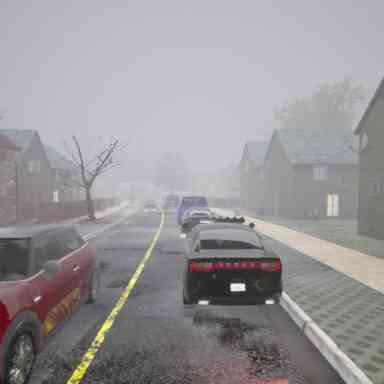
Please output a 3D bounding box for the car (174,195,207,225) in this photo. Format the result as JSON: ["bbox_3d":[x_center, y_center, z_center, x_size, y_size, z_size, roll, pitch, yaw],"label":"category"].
[{"bbox_3d":[0.002,1.263,24.264,2.150,2.045,5.566,0,0,-4],"label":"car"}]

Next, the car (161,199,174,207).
[{"bbox_3d":[-4.201,1.814,56.057,1.895,1.301,4.718,0,0,-9],"label":"car"}]

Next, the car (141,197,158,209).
[{"bbox_3d":[-5.976,1.719,47.725,2.033,1.411,5.357,0,0,-7],"label":"car"}]

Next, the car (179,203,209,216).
[{"bbox_3d":[0.353,1.545,18.204,1.812,1.442,4.674,0,0,-3],"label":"car"}]

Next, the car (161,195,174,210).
[{"bbox_3d":[-2.674,1.356,44.487,2.150,2.045,5.566,0,0,-7],"label":"car"}]

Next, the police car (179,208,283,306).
[{"bbox_3d":[0.721,1.425,8.255,1.930,1.638,5.238,0,0,-1],"label":"police car"}]

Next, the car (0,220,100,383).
[{"bbox_3d":[-2.937,1.352,5.063,2.097,1.767,4.553,0,0,-1],"label":"car"}]

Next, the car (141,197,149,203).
[{"bbox_3d":[-12.895,2.087,90.712,1.837,1.490,4.892,0,-1,-10],"label":"car"}]
